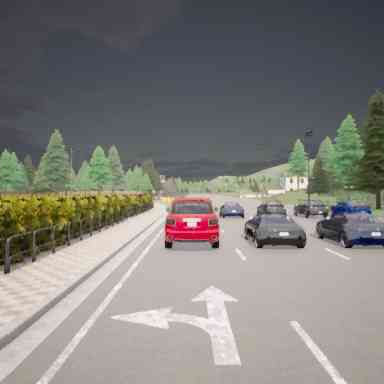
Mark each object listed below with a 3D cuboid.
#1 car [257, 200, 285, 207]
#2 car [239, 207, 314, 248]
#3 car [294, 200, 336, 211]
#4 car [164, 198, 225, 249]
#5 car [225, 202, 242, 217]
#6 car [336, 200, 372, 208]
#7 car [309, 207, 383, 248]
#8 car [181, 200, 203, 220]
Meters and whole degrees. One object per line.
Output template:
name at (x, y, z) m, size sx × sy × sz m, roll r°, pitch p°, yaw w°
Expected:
car at (7.000, 1.493, 29.650) m, size 2.128 × 1.511 × 4.902 m, roll 0°, pitch 0°, yaw 0°
car at (3.500, 1.570, 14.650) m, size 1.994 × 1.385 × 4.181 m, roll 0°, pitch 0°, yaw 0°
car at (10.500, 1.493, 29.650) m, size 2.128 × 1.511 × 4.902 m, roll 0°, pitch 0°, yaw 0°
car at (0.000, 1.255, 14.680) m, size 2.150 × 2.045 × 5.566 m, roll 0°, pitch 0°, yaw 0°
car at (3.500, 1.570, 29.650) m, size 1.994 × 1.385 × 4.181 m, roll 0°, pitch 0°, yaw 0°
car at (14.000, 1.482, 29.650) m, size 1.882 × 1.535 × 5.008 m, roll 0°, pitch 0°, yaw 0°
car at (7.000, 1.570, 14.650) m, size 1.994 × 1.385 × 4.181 m, roll 0°, pitch 0°, yaw 0°
car at (0.000, 1.514, 29.650) m, size 1.837 × 1.490 × 4.892 m, roll 0°, pitch 0°, yaw 0°
